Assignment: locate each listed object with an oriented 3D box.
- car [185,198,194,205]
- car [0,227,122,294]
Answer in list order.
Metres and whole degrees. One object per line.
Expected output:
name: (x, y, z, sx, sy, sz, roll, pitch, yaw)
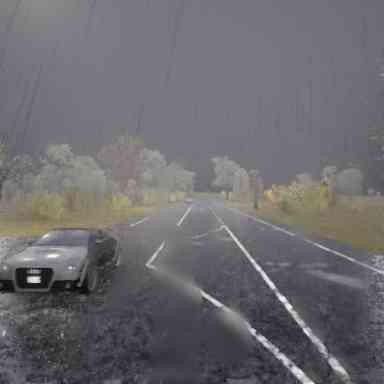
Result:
car: (-0.555, 2.359, 83.442, 1.882, 1.535, 5.008, 0, -1, 8)
car: (-3.239, 1.662, 8.910, 1.994, 1.385, 4.181, 0, -1, 1)
